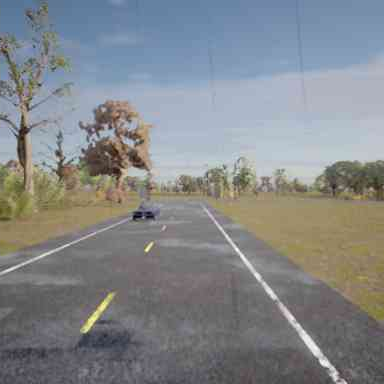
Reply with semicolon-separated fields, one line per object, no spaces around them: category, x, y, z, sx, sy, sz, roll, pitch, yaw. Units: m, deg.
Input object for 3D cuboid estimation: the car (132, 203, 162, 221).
car;-3.595;1.587;26.925;1.895;1.301;4.718;0;0;0
